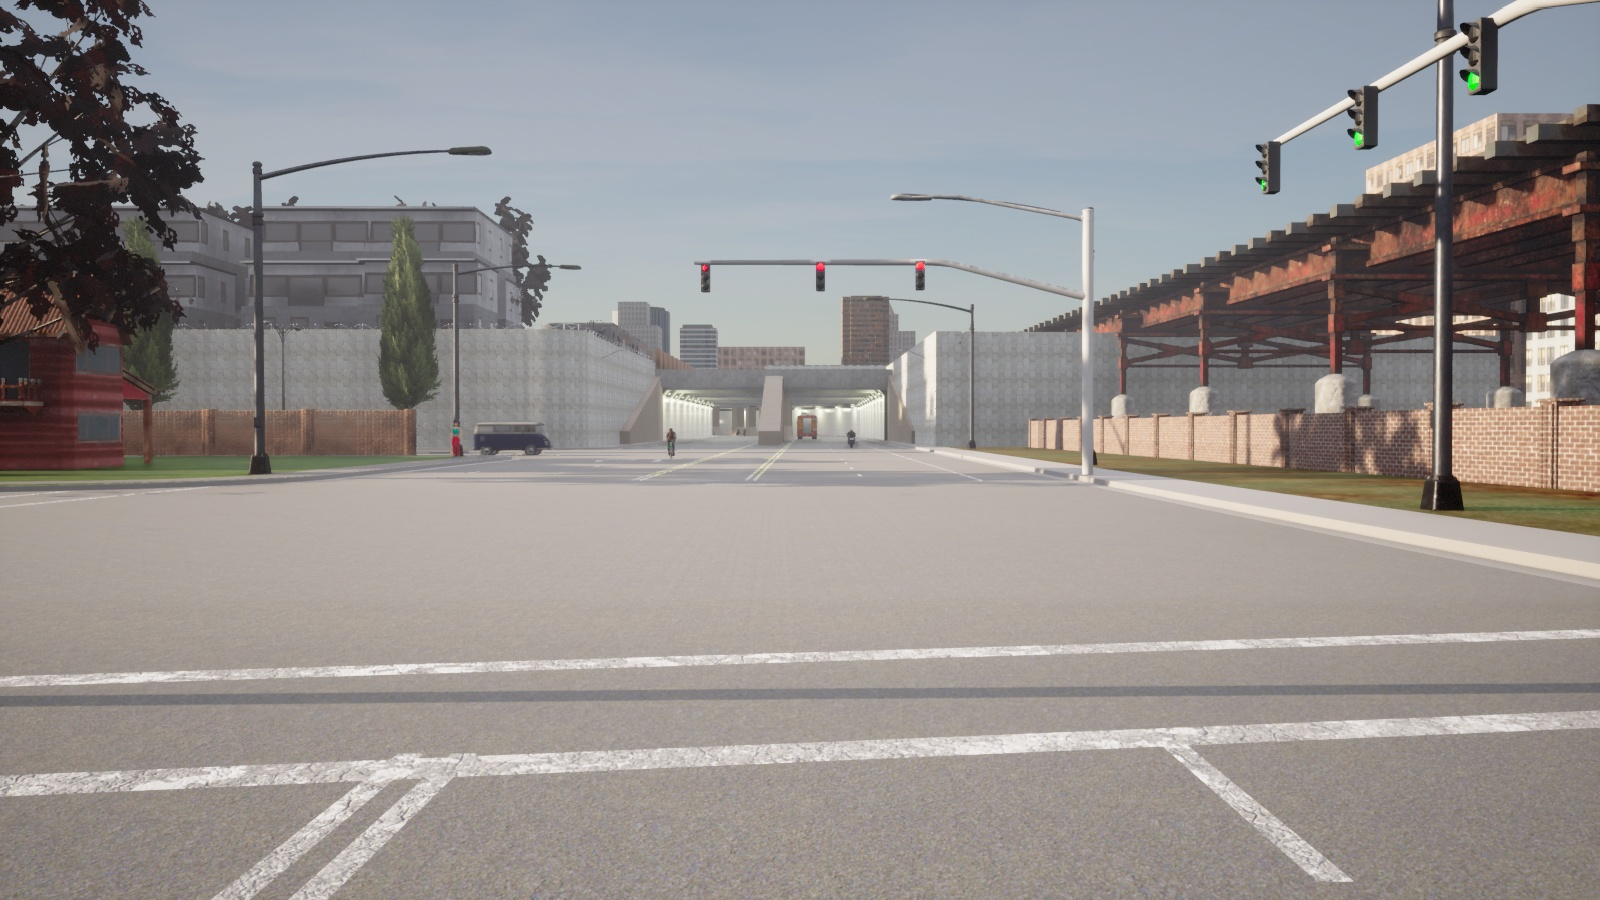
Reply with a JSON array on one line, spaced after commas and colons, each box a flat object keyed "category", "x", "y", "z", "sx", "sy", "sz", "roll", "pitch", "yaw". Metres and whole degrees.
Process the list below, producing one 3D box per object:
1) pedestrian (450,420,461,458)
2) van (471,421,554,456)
[{"category": "pedestrian", "x": -16.712, "y": -0.558, "z": 60.939, "sx": 0.345, "sy": 1.836, "sz": 0.594, "roll": 0, "pitch": 1, "yaw": -1}, {"category": "van", "x": -16.748, "y": -0.679, "z": 73.366, "sx": 4.442, "sy": 1.987, "sz": 1.775, "roll": 0, "pitch": 1, "yaw": 0}]
